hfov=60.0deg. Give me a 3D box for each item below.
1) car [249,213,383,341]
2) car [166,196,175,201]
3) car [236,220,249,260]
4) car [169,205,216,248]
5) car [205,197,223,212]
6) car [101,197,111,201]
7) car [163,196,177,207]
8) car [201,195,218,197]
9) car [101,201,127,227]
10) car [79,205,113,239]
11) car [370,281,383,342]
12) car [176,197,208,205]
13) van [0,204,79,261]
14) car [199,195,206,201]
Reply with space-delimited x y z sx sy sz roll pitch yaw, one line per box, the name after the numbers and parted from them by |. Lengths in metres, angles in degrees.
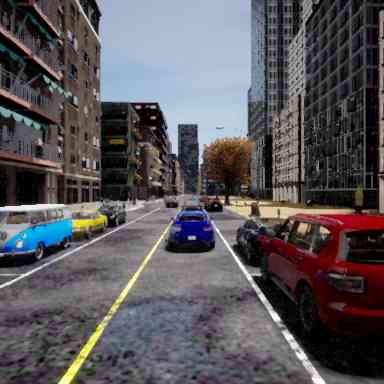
2.693 1.313 6.442 2.192 1.841 5.009 0 0 0 | car
-5.689 1.646 88.555 2.008 1.369 4.403 0 0 0 | car
2.693 1.565 11.963 1.947 1.339 4.313 0 0 0 | car
0.000 1.535 14.650 1.812 1.442 4.674 0 0 0 | car
2.692 1.587 39.578 1.947 1.339 4.313 0 0 0 | car
-16.425 1.382 58.084 4.403 1.369 2.008 1 -1 -1 | car
-3.000 1.689 50.620 1.895 1.301 4.718 0 0 0 | car
2.693 1.342 45.101 2.192 1.841 5.009 0 0 0 | car
-5.689 1.571 23.010 1.947 1.339 4.313 0 0 0 | car
-5.688 1.527 17.317 1.752 1.417 4.829 0 0 0 | car
2.693 1.548 0.918 2.008 1.369 4.403 0 0 0 | car
0.000 1.507 29.650 2.128 1.511 4.902 0 0 0 | car
-5.688 1.340 11.964 1.690 1.788 3.998 0 0 0 | van
2.691 1.621 88.725 1.752 1.417 4.829 0 0 0 | car
